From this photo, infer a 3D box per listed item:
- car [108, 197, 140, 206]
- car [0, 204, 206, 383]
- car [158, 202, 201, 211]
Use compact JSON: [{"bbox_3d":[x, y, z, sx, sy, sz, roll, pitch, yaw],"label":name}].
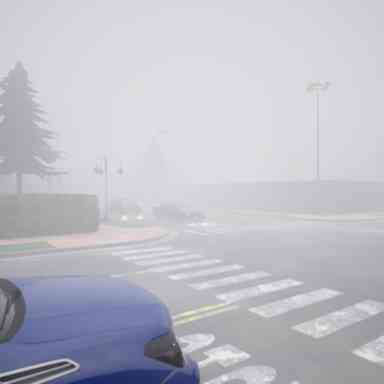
[{"bbox_3d":[-6.982,1.318,34.082,2.097,1.767,4.553,0,0,-35],"label":"car"},{"bbox_3d":[-2.589,1.223,1.923,5.566,2.045,2.150,0,0,-35],"label":"car"},{"bbox_3d":[-1.198,1.514,25.964,2.033,1.411,5.357,0,0,-36],"label":"car"}]
